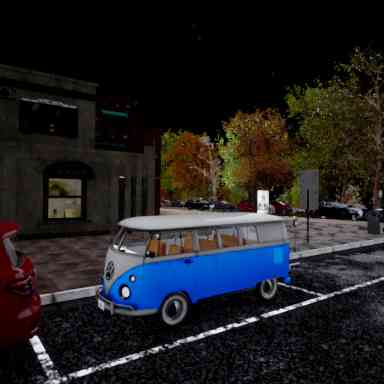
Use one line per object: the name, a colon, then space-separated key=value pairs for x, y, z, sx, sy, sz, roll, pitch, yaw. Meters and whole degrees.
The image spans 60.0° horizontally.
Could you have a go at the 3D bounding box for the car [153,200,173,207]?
car: x=-5.802 y=2.203 z=66.322 sx=1.895 sy=1.301 sz=4.718 roll=1 pitch=-1 yaw=-34

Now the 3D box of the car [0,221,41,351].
car: x=-4.293 y=1.315 z=3.483 sx=5.009 sy=1.841 sz=2.192 roll=0 pitch=1 yaw=-35

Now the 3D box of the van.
van: x=0.214 y=1.342 z=6.709 sx=3.998 sy=1.788 sz=1.690 roll=0 pitch=1 yaw=-35

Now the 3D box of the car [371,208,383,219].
car: x=14.817 y=1.732 z=29.924 sx=1.895 sy=1.301 sz=4.718 roll=1 pitch=-1 yaw=-34

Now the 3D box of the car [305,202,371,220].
car: x=11.979 y=1.583 z=28.300 sx=2.128 sy=1.511 sz=4.902 roll=1 pitch=-1 yaw=-34

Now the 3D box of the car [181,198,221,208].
car: x=1.151 y=1.781 z=44.317 sx=2.128 sy=1.511 sz=4.902 roll=1 pitch=-1 yaw=-34

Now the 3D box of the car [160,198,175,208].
car: x=-5.206 y=1.761 z=53.781 sx=2.097 sy=1.767 sz=4.553 roll=1 pitch=-1 yaw=-34

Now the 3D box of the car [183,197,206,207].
car: x=0.424 y=1.934 z=63.006 sx=2.097 sy=1.767 sz=4.553 roll=1 pitch=-1 yaw=-34

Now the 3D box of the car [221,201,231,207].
car: x=3.855 y=1.879 z=46.112 sx=2.033 sy=1.411 sz=5.357 roll=1 pitch=-1 yaw=-34

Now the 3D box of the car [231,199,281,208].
car: x=6.833 y=1.537 z=35.922 sx=2.097 sy=1.767 sz=4.553 roll=1 pitch=-1 yaw=-34

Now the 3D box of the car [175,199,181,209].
car: x=-2.064 y=1.988 z=54.922 sx=2.033 sy=1.411 sz=5.357 roll=1 pitch=-1 yaw=-34

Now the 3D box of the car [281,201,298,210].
car: x=9.735 y=1.750 z=37.428 sx=1.812 sy=1.442 sz=4.674 roll=1 pitch=-1 yaw=-34

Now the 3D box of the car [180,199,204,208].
car: x=-0.011 y=2.024 z=57.826 sx=1.812 sy=1.442 sz=4.674 roll=1 pitch=-1 yaw=-34

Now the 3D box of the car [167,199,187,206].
car: x=-3.095 y=2.171 z=68.122 sx=1.812 sy=1.442 sz=4.674 roll=1 pitch=-1 yaw=-34
